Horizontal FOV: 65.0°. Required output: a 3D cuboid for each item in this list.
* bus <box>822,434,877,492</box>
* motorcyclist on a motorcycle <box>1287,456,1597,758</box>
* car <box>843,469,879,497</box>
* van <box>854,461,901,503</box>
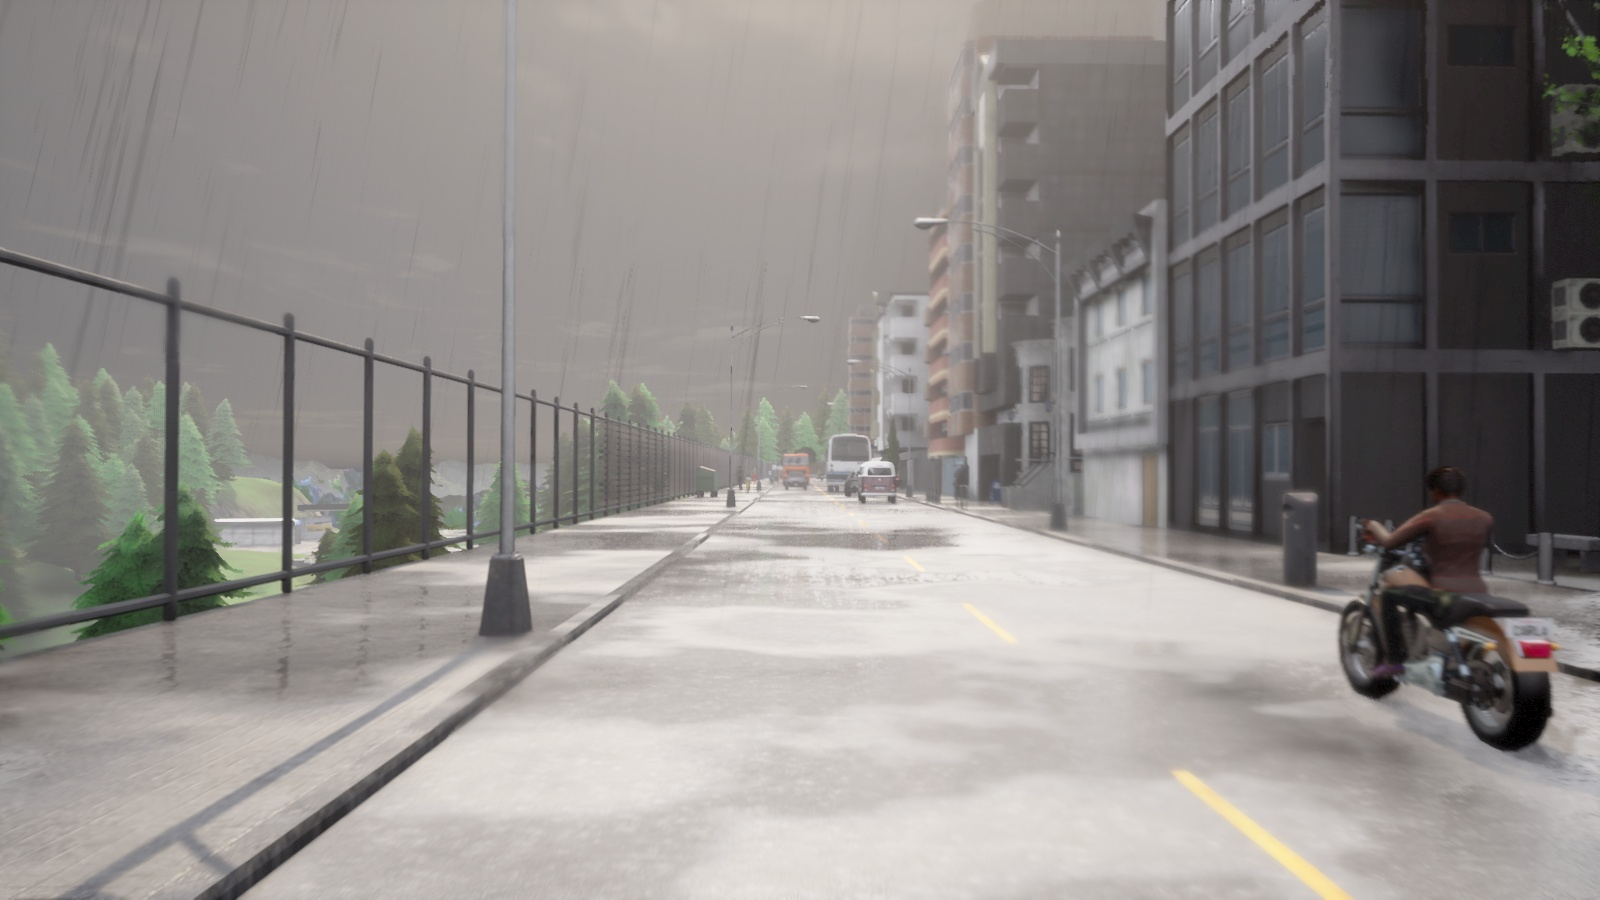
[{"bbox_3d":[3.749,1.064,98.000,3.944,4.253,10.273,0,-1,1],"label":"bus"},{"bbox_3d":[3.977,0.884,8.067,0.766,1.649,2.350,0,-1,0],"label":"motorcyclist on a motorcycle"},{"bbox_3d":[3.796,2.055,79.166,2.033,1.649,4.856,0,-1,0],"label":"car"},{"bbox_3d":[3.838,1.574,62.804,2.069,2.038,4.480,0,-1,0],"label":"van"}]
